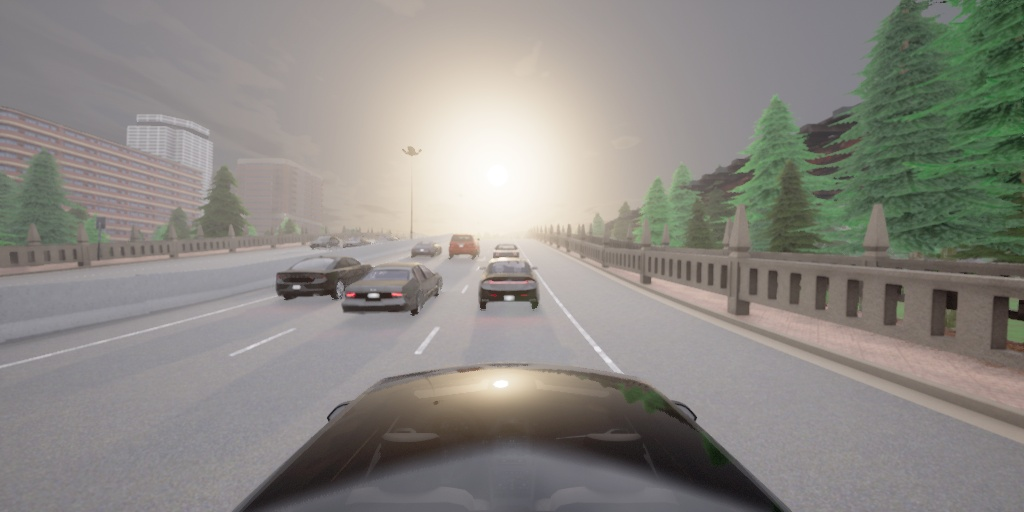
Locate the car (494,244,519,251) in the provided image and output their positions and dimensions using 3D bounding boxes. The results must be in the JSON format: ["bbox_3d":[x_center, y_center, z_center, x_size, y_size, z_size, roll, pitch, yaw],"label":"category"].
[{"bbox_3d":[-0.430,-0.286,27.430,1.895,1.301,4.718,0,5,-1],"label":"car"}]

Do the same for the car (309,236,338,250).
[{"bbox_3d":[-21.903,-1.598,42.296,1.837,1.490,4.892,0,5,-1],"label":"car"}]

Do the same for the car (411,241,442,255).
[{"bbox_3d":[-7.500,-0.673,31.740,1.994,1.385,4.181,0,5,-1],"label":"car"}]

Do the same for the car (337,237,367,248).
[{"bbox_3d":[-18.405,-1.557,42.434,1.994,1.385,4.181,0,5,-1],"label":"car"}]

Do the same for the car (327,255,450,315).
[{"bbox_3d":[-3.604,0.918,11.750,2.033,1.411,5.357,0,3,-1],"label":"car"}]

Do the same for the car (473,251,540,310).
[{"bbox_3d":[-0.113,0.810,12.461,2.128,1.511,4.902,0,4,-1],"label":"car"}]

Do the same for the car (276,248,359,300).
[{"bbox_3d":[-7.141,0.690,14.283,1.882,1.535,5.008,0,4,-1],"label":"car"}]

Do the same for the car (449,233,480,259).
[{"bbox_3d":[-3.977,-0.910,30.390,2.150,2.045,5.566,0,5,-1],"label":"car"}]

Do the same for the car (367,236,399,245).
[{"bbox_3d":[-14.909,-1.650,42.577,2.128,1.511,4.902,0,5,-1],"label":"car"}]
